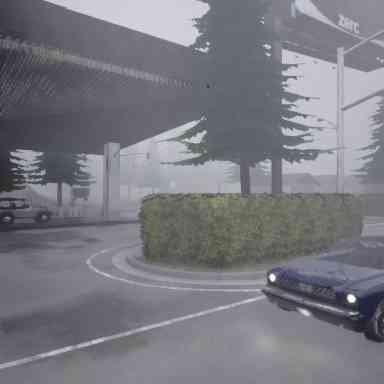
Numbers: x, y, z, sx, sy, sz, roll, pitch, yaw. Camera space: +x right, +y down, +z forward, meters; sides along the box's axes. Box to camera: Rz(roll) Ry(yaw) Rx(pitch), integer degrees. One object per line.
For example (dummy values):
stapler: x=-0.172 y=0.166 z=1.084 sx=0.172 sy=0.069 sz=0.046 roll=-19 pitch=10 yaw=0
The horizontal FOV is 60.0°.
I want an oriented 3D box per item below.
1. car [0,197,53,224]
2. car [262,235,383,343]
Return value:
car: x=-12.003 y=1.313 z=23.463 sx=3.866 sy=1.878 sz=1.905 roll=0 pitch=0 yaw=-36
car: x=3.586 y=1.601 z=6.571 sx=4.718 sy=1.301 sz=1.895 roll=0 pitch=0 yaw=-36
